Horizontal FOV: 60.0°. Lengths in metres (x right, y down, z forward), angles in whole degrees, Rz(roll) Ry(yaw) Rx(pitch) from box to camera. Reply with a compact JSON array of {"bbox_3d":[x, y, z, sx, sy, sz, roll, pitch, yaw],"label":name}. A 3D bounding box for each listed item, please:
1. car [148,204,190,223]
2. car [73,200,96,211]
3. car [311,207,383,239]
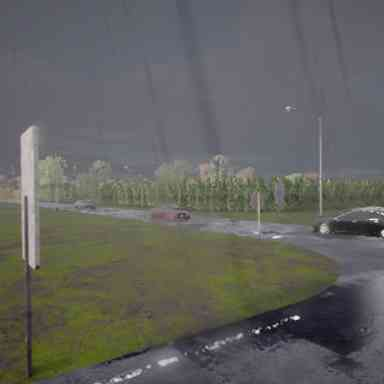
[{"bbox_3d":[-1.938,1.665,27.170,1.994,1.385,4.181,-1,0,-35],"label":"car"},{"bbox_3d":[-14.471,1.746,44.676,1.994,1.385,4.181,-1,0,-36],"label":"car"},{"bbox_3d":[8.610,1.533,16.986,4.892,1.490,1.837,-1,7,41],"label":"car"}]
